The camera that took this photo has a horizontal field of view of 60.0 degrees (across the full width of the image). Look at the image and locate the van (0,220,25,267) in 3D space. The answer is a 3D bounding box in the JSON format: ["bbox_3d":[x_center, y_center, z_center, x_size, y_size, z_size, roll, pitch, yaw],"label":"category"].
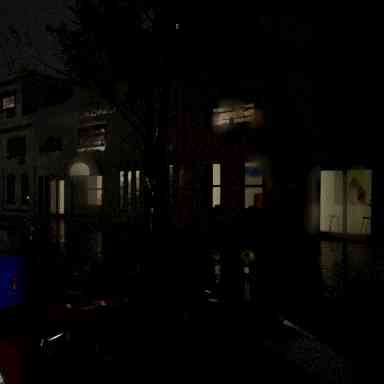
[{"bbox_3d":[-4.839,1.340,6.302,3.998,1.788,1.690,0,1,35],"label":"van"}]

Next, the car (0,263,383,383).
[{"bbox_3d":[-0.314,1.582,3.091,4.206,1.307,1.802,0,1,35],"label":"car"}]
